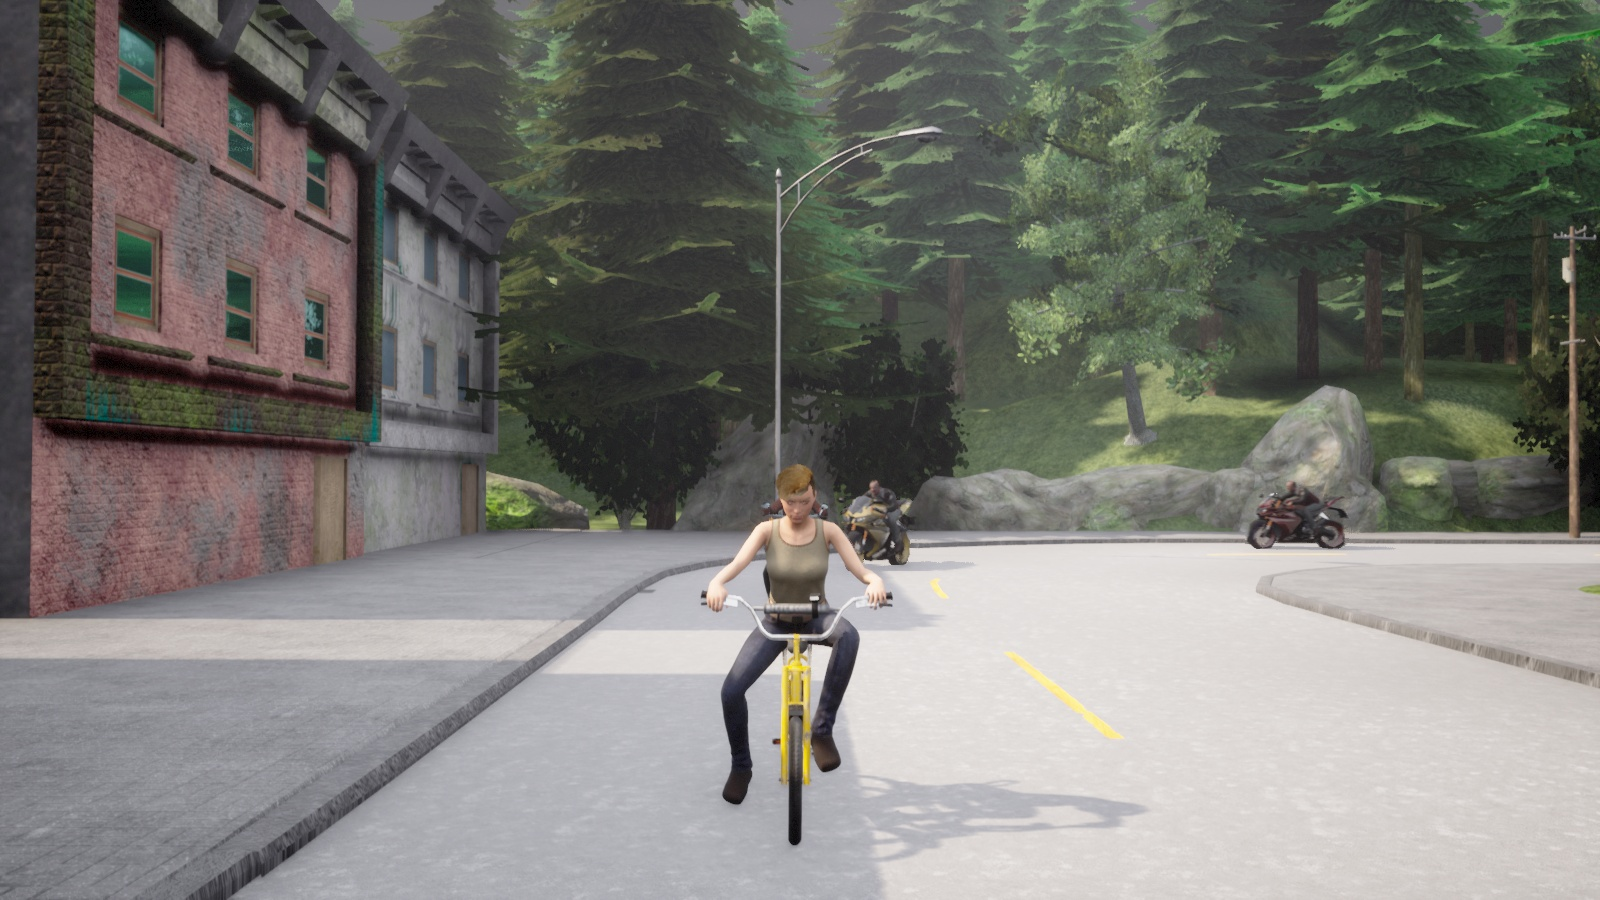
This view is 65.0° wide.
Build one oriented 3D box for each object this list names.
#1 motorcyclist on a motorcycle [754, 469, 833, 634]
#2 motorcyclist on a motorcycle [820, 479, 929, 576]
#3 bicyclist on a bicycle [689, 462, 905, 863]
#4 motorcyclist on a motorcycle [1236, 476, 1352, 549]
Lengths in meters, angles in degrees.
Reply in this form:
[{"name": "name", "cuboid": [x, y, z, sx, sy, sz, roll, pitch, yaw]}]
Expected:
[{"name": "motorcyclist on a motorcycle", "cuboid": [-0.035, 1.040, 13.777, 0.766, 1.649, 2.350, 0, -1, 2]}, {"name": "motorcyclist on a motorcycle", "cuboid": [1.281, 1.266, 21.184, 0.866, 1.530, 2.191, 0, -1, 32]}, {"name": "bicyclist on a bicycle", "cuboid": [-0.008, 0.870, 5.823, 0.866, 1.612, 1.509, 0, -1, 0]}, {"name": "motorcyclist on a motorcycle", "cuboid": [10.700, 1.345, 27.236, 2.191, 1.530, 0.866, 0, -1, -6]}]
